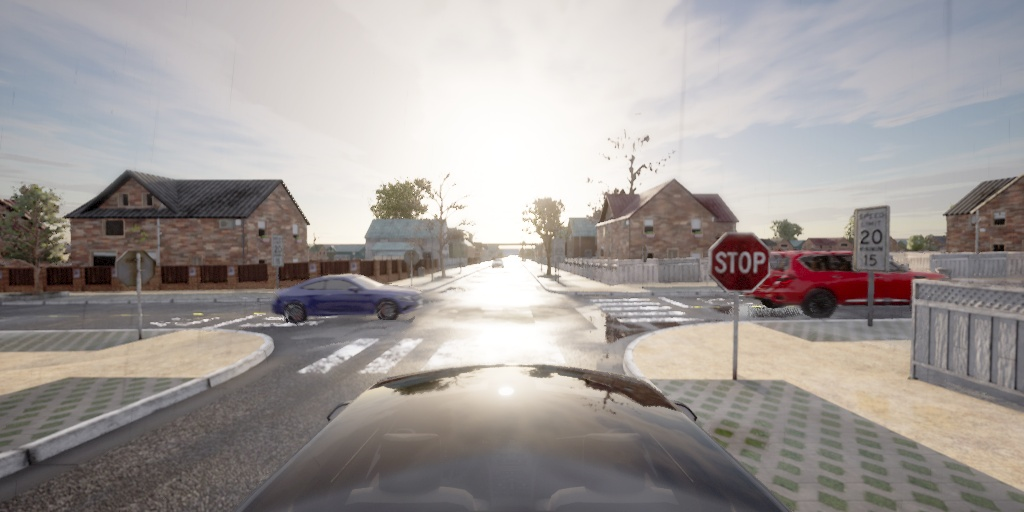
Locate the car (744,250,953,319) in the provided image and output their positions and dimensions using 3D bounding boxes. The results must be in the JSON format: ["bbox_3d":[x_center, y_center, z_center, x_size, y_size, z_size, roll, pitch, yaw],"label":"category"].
[{"bbox_3d":[10.668,0.819,11.620,5.566,2.045,2.150,-1,1,1],"label":"car"}]

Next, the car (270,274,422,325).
[{"bbox_3d":[-5.356,1.332,11.811,4.674,1.442,1.812,-2,1,1],"label":"car"}]

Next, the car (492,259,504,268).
[{"bbox_3d":[-2.358,1.283,61.151,1.812,1.442,4.674,0,0,0],"label":"car"}]
